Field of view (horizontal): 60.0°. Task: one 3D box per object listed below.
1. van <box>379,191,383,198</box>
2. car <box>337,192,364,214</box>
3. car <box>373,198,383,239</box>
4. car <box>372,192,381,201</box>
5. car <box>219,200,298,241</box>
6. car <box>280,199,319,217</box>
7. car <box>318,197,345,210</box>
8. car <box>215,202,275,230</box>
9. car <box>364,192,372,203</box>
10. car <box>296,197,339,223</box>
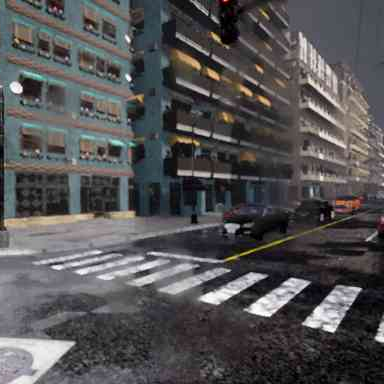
[{"bbox_3d":[42.809,0.713,74.935,1.690,1.788,3.998,-1,0,36],"label":"van"},{"bbox_3d":[14.551,1.065,31.706,2.097,1.767,4.553,-1,0,36],"label":"car"},{"bbox_3d":[9.675,1.195,14.985,1.967,1.590,4.097,0,0,36],"label":"car"},{"bbox_3d":[32.811,1.042,61.196,2.008,1.369,4.403,-1,0,36],"label":"car"},{"bbox_3d":[3.077,1.356,15.960,2.128,1.511,4.902,-1,0,36],"label":"car"},{"bbox_3d":[9.476,1.340,29.138,2.008,1.369,4.403,0,0,36],"label":"car"},{"bbox_3d":[16.144,1.267,38.298,1.947,1.339,4.313,0,0,36],"label":"car"},{"bbox_3d":[3.457,1.413,21.024,1.887,1.381,4.507,0,0,36],"label":"car"},{"bbox_3d":[26.141,0.888,52.037,2.192,1.841,5.009,0,0,36],"label":"car"},{"bbox_3d":[8.684,1.294,23.659,1.837,1.490,4.892,-1,0,36],"label":"car"}]
